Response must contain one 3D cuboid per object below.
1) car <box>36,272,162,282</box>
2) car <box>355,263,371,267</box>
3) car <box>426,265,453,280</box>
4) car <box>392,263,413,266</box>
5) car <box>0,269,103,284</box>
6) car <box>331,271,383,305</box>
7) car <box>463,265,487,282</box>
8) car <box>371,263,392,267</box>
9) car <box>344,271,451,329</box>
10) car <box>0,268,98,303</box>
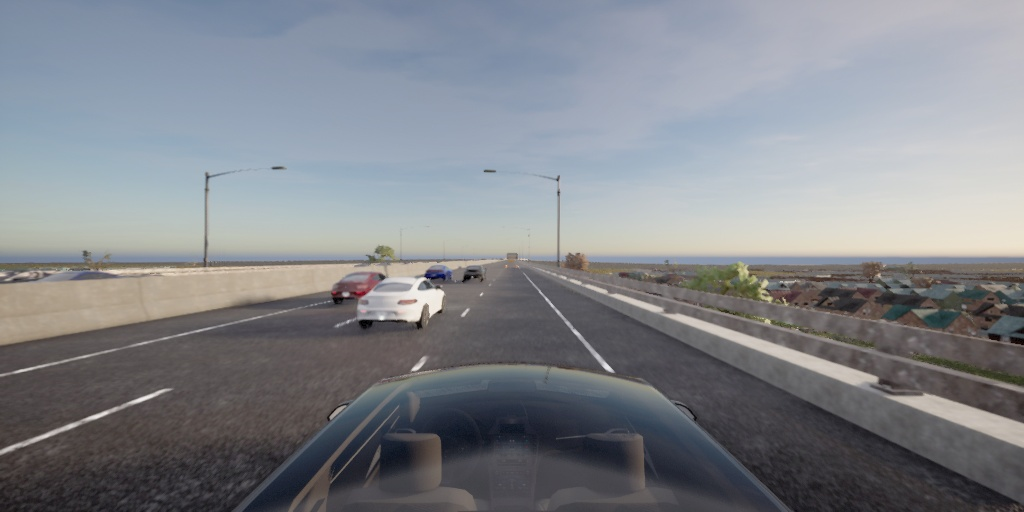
[{"bbox_3d":[-17.604,1.515,16.421,1.895,1.301,4.718,0,-1,0],"label":"car"},{"bbox_3d":[-24.520,1.922,59.563,2.033,1.411,5.357,0,-1,0],"label":"car"},{"bbox_3d":[-6.905,1.586,34.244,1.882,1.535,5.008,0,-1,0],"label":"car"},{"bbox_3d":[-17.541,1.867,59.463,2.128,1.511,4.902,0,-1,1],"label":"car"},{"bbox_3d":[-21.103,1.450,17.326,1.812,1.442,4.674,0,-1,0],"label":"car"},{"bbox_3d":[-6.903,1.449,17.211,1.812,1.442,4.674,0,-1,0],"label":"car"},{"bbox_3d":[-3.406,1.602,33.247,1.837,1.490,4.892,0,-1,0],"label":"car"},{"bbox_3d":[-21.037,1.850,59.309,1.882,1.535,5.008,0,-1,1],"label":"car"},{"bbox_3d":[-3.403,1.387,11.681,1.812,1.442,4.674,0,-1,0],"label":"car"},{"bbox_3d":[-24.603,1.423,17.911,2.128,1.511,4.902,0,-1,0],"label":"car"}]
